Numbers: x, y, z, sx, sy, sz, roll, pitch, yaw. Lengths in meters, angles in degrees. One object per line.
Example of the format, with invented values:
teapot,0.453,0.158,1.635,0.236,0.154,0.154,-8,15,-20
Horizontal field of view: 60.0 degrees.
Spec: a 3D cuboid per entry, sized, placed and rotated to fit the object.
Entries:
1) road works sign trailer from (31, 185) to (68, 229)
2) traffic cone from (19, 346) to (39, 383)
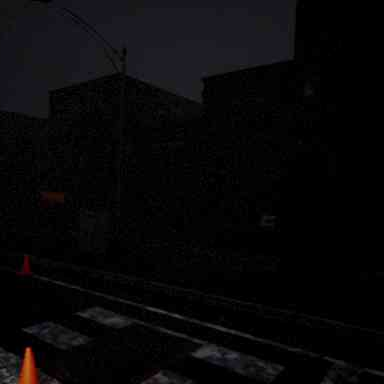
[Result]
road works sign trailer,-11.888,1.779,27.853,2.380,3.560,2.880,8,38,-31
traffic cone,-1.796,2.003,3.660,0.340,0.580,0.340,0,-1,37
